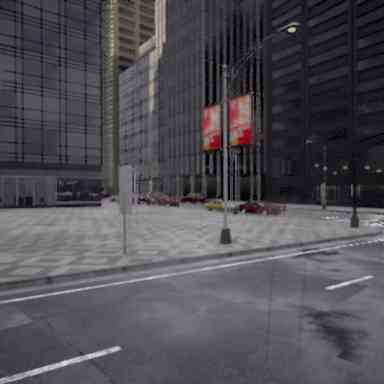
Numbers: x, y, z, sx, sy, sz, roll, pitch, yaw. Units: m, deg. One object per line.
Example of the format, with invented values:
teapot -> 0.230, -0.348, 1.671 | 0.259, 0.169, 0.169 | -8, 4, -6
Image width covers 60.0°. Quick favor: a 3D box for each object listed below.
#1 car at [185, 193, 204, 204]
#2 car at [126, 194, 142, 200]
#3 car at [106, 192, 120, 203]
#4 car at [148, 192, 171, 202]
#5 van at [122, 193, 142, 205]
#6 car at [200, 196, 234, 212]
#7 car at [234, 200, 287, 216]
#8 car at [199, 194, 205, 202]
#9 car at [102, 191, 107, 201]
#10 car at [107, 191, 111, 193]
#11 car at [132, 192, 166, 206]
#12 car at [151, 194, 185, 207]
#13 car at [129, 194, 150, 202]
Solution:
car -> 0.290, 1.054, 55.446 | 2.192, 1.841, 5.009 | 0, 0, -36
car -> -12.880, 1.103, 73.689 | 1.802, 1.307, 4.206 | 0, 0, -36
car -> -13.210, 1.240, 59.580 | 2.008, 1.369, 4.403 | 0, 0, -36
car -> -6.294, 0.948, 64.567 | 2.192, 1.841, 5.009 | 0, 0, -36
van -> -9.916, 1.084, 55.019 | 1.690, 1.788, 3.998 | 0, 0, -36
car -> 3.351, 1.468, 36.640 | 1.752, 1.417, 4.829 | 0, 0, -36
car -> 6.544, 1.532, 32.217 | 1.887, 1.381, 4.507 | 0, 0, -36
car -> 3.580, 1.355, 50.887 | 1.947, 1.339, 4.313 | 0, 0, -36
car -> -19.794, 1.017, 68.701 | 1.967, 1.590, 4.097 | 0, 0, -36
car -> -22.754, 0.663, 87.367 | 2.192, 1.841, 5.009 | 0, 0, -36
car -> -6.624, 1.110, 50.458 | 2.192, 1.841, 5.009 | 0, 0, -36
car -> -3.333, 1.390, 45.899 | 1.887, 1.381, 4.507 | 0, 0, -36
car -> -10.315, 1.112, 65.565 | 2.128, 1.511, 4.902 | 0, 1, -36
